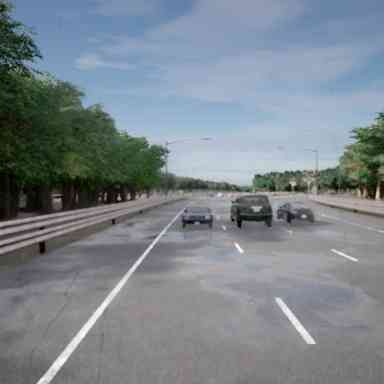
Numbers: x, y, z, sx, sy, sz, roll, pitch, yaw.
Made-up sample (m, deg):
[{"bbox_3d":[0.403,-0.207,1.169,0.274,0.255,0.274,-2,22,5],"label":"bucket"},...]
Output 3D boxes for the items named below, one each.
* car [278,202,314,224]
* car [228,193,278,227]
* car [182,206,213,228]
[{"bbox_3d":[7.438,1.450,24.215,1.812,1.442,4.674,0,0,2],"label":"car"},{"bbox_3d":[3.874,1.151,22.237,2.150,2.045,5.566,0,0,1],"label":"car"},{"bbox_3d":[0.361,1.530,21.707,1.895,1.301,4.718,0,0,1],"label":"car"}]
